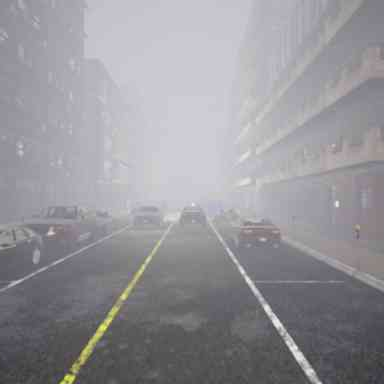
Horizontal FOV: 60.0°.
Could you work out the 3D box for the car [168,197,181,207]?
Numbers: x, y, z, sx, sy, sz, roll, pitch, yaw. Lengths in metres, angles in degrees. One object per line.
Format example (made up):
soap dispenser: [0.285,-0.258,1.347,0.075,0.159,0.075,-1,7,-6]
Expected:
car: [-3.084,2.194,65.441,1.895,1.301,4.718,0,-1,0]

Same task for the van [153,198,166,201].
van: [-5.737,1.842,54.586,1.690,1.788,3.998,1,-1,0]

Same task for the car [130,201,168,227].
car: [-3.127,1.709,24.836,1.882,1.535,5.008,0,-1,0]

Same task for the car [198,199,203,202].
car: [0.052,1.945,41.246,1.994,1.385,4.181,0,0,0]

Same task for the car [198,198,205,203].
car: [2.560,2.432,94.214,1.802,1.307,4.206,1,0,0]

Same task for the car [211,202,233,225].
car: [2.661,1.770,26.341,1.752,1.417,4.829,1,-1,0]

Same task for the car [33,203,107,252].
car: [-5.691,1.455,14.890,2.192,1.841,5.009,1,-1,0]

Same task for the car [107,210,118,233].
car: [-5.702,1.774,20.559,1.802,1.307,4.206,1,-1,0]

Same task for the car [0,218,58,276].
car: [-5.688,1.639,9.218,2.008,1.369,4.403,1,-1,0]

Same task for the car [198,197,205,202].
car: [2.588,2.091,71.534,1.967,1.590,4.097,1,-1,0]

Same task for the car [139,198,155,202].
car: [-5.719,1.788,37.573,1.967,1.590,4.097,1,-1,0]

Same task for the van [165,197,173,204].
van: [-5.771,2.093,82.939,1.690,1.788,3.998,1,-1,0]

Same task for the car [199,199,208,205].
car: [2.580,2.267,77.203,1.947,1.339,4.313,1,-1,0]

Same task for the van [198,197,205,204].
van: [2.570,2.142,88.546,1.690,1.788,3.998,1,-1,0]

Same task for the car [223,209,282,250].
car: [2.685,1.684,14.831,1.887,1.381,4.507,1,-1,0]

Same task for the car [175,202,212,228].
car: [0.074,1.716,23.979,2.128,1.511,4.902,0,0,0]

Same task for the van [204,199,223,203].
van: [2.629,1.688,37.514,1.690,1.788,3.998,1,-1,0]

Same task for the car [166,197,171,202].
car: [-5.754,2.146,65.925,1.887,1.381,4.507,1,-1,0]

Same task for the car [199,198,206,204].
car: [2.574,2.278,83.044,1.752,1.417,4.829,1,-1,0]
